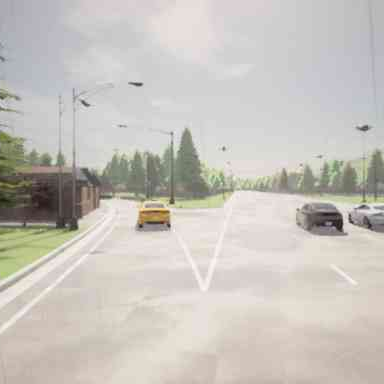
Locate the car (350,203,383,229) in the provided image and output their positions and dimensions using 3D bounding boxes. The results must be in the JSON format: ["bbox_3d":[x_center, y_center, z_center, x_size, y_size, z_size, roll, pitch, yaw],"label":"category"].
[{"bbox_3d":[10.867,1.358,19.865,1.812,1.442,4.674,0,0,7],"label":"car"}]

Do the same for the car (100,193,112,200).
[{"bbox_3d":[-20.300,0.996,78.597,1.837,1.490,4.892,0,0,-26],"label":"car"}]

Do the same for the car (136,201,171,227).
[{"bbox_3d":[-2.506,1.334,21.411,1.882,1.535,5.008,0,0,-10],"label":"car"}]

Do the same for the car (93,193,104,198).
[{"bbox_3d":[-24.725,0.880,87.737,1.895,1.301,4.718,0,0,-28],"label":"car"}]

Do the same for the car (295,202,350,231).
[{"bbox_3d":[7.276,1.350,19.323,1.837,1.490,4.892,0,0,8],"label":"car"}]
